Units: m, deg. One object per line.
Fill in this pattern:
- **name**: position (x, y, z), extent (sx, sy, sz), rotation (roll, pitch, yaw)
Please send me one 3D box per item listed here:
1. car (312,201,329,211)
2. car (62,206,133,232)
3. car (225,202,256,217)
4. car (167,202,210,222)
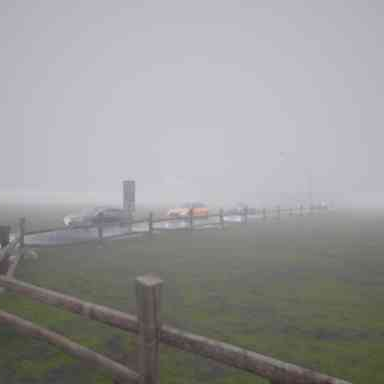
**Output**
- **car**: position (21.229, 2.311, 55.312), extent (2.097, 1.767, 4.553), rotation (0, -1, 37)
- **car**: position (-6.076, 1.680, 21.877), extent (2.128, 1.511, 4.902), rotation (0, -1, 36)
- **car**: position (5.620, 1.904, 38.350), extent (2.097, 1.767, 4.553), rotation (0, -1, 35)
- **car**: position (-0.255, 1.721, 30.073), extent (2.097, 1.767, 4.553), rotation (0, -1, 35)
